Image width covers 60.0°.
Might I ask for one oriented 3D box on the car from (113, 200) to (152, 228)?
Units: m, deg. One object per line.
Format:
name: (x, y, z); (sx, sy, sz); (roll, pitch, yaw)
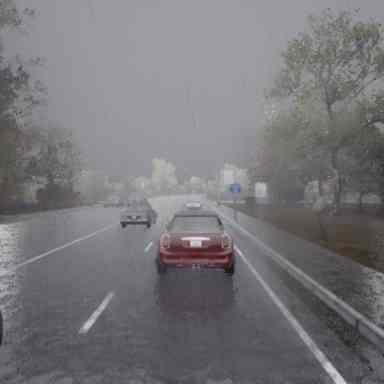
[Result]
car: (-3.404, 1.519, 21.924); (2.033, 1.411, 5.357); (0, 0, 0)

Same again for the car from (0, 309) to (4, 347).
car: (-3.403, 1.502, 2.446); (1.837, 1.490, 4.892); (0, 0, 0)

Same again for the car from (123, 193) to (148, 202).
car: (-7.097, 1.166, 43.550); (2.150, 2.045, 5.566); (0, 0, 0)

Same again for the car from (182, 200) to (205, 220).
car: (0.093, 1.490, 28.235); (1.812, 1.442, 4.674); (0, 0, 0)

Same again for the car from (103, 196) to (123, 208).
car: (-10.590, 1.294, 45.393); (2.097, 1.767, 4.553); (0, 0, 0)

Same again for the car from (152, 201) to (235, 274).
car: (0.098, 1.338, 10.650); (2.097, 1.767, 4.553); (0, 0, 0)
